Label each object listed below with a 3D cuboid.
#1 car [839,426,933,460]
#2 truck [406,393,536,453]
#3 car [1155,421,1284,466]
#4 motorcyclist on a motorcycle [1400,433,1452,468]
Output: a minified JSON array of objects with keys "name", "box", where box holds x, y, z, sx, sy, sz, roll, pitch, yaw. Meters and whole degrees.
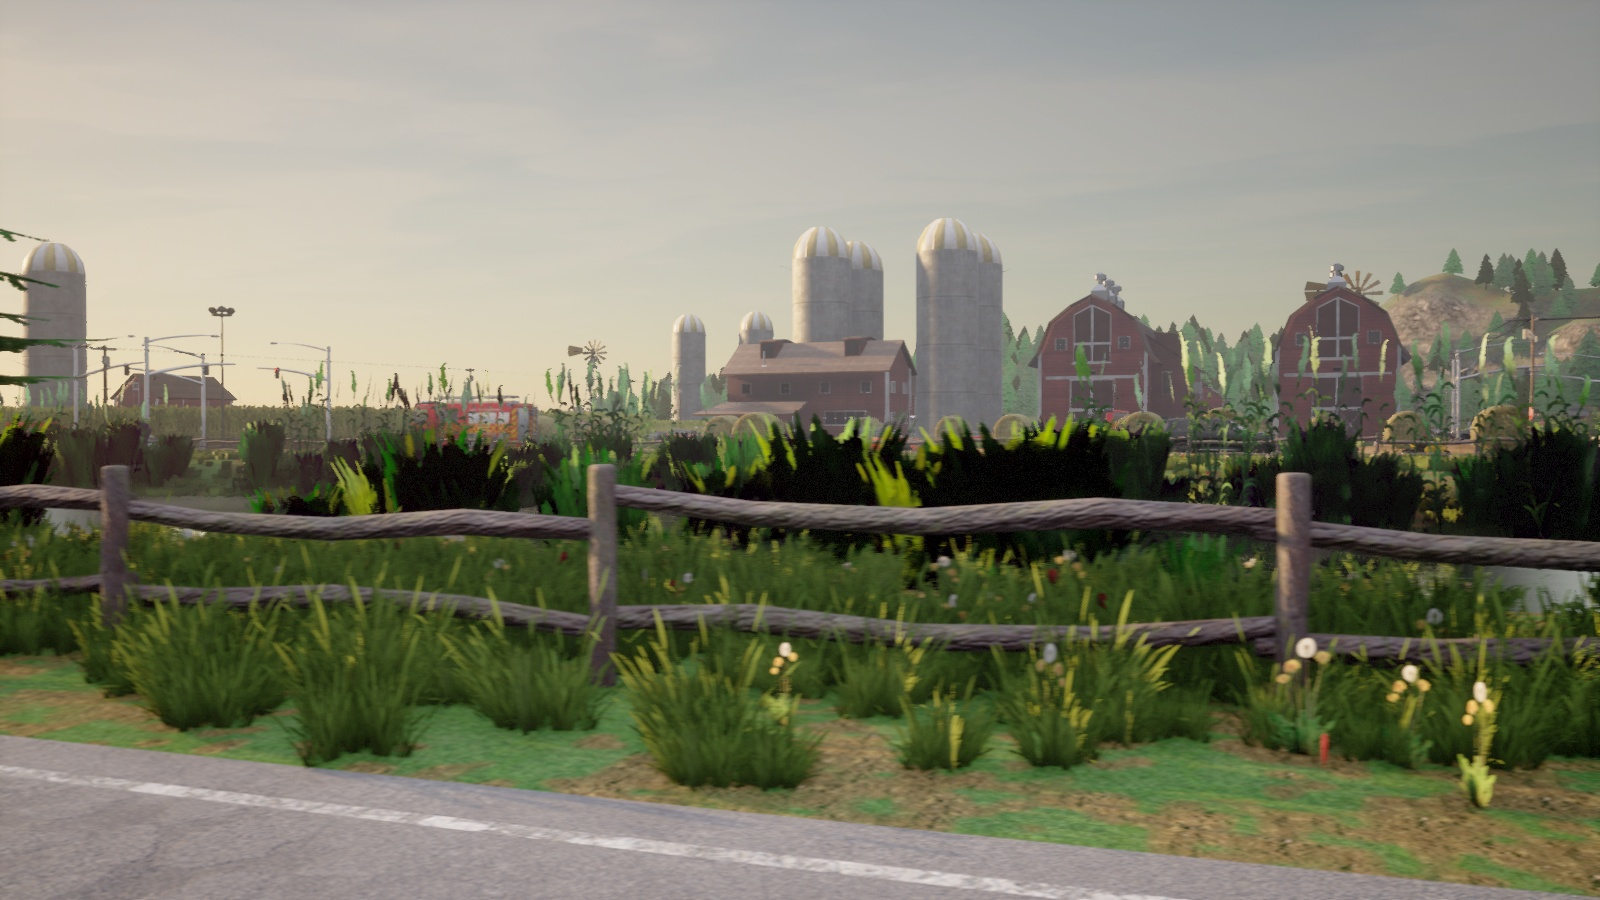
[{"name":"car","box":[4.557,-0.388,66.598,4.553,1.767,2.097,1,1,25]},{"name":"truck","box":[-21.739,-1.770,82.896,8.468,3.827,2.891,1,1,25]},{"name":"car","box":[19.813,-0.355,59.381,5.566,2.045,2.150,1,1,25]},{"name":"motorcyclist on a motorcycle","box":[27.724,-0.002,55.640,2.044,1.523,0.797,1,1,25]}]
